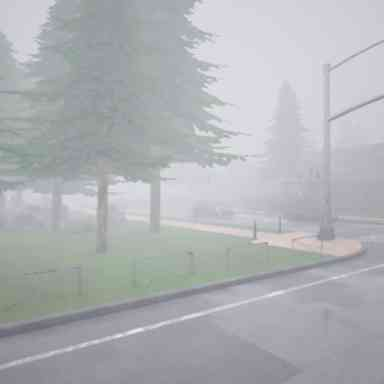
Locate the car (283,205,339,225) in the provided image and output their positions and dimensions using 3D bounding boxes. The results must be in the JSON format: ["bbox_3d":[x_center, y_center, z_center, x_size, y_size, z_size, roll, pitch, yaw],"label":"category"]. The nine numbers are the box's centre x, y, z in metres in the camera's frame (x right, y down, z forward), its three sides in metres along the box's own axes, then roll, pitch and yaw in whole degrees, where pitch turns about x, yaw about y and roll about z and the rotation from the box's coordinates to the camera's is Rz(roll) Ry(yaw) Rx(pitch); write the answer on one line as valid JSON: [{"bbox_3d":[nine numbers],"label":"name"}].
[{"bbox_3d":[9.146,1.716,25.885,1.994,1.385,4.181,0,0,-35],"label":"car"}]

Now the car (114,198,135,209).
[{"bbox_3d":[-10.426,1.631,48.922,1.882,1.535,5.008,0,0,-28],"label":"car"}]

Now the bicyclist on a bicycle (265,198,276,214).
[{"bbox_3d":[8.037,1.451,33.958,1.656,1.620,0.582,0,0,-35],"label":"bicyclist on a bicycle"}]

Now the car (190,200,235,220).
[{"bbox_3d":[1.751,1.506,29.941,2.097,1.767,4.553,0,0,-35],"label":"car"}]

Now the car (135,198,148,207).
[{"bbox_3d":[-8.657,1.629,53.413,1.882,1.535,5.008,0,0,-26],"label":"car"}]
